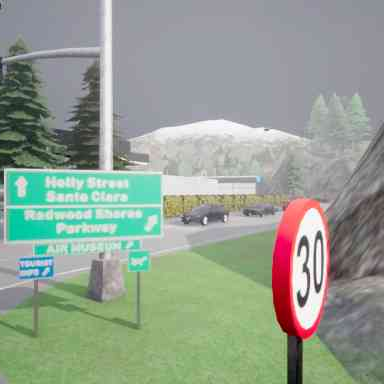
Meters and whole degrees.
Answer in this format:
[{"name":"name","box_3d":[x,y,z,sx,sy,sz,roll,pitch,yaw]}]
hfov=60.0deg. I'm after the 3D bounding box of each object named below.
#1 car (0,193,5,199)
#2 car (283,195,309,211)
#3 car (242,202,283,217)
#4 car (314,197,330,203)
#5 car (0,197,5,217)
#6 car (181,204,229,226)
[{"name":"car","box_3d":[-38.508,1.489,69.971,4.514,1.523,2.007,0,0,35]},{"name":"car","box_3d":[13.466,1.413,42.792,2.150,2.045,5.566,0,0,36]},{"name":"car","box_3d":[7.169,1.739,34.222,2.033,1.411,5.357,0,0,36]},{"name":"car","box_3d":[28.344,1.787,74.860,1.895,1.301,4.718,0,0,-42]},{"name":"car","box_3d":[-12.314,1.504,26.023,1.905,1.878,3.866,0,0,35]},{"name":"car","box_3d":[1.112,1.696,25.903,1.837,1.490,4.892,0,0,36]}]
